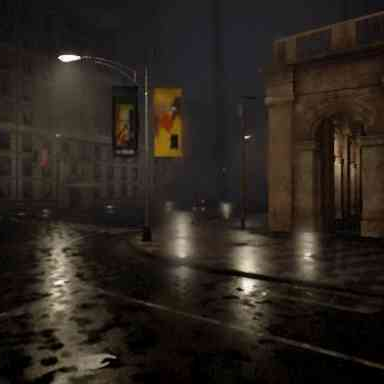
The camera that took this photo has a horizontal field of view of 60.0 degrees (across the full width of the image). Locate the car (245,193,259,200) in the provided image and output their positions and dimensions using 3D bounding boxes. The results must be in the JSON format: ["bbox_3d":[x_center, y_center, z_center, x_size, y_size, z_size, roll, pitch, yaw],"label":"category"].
[{"bbox_3d":[11.347,0.930,63.389,2.097,1.767,4.553,0,0,36],"label":"car"}]

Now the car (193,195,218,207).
[{"bbox_3d":[2.118,1.311,50.785,2.097,1.767,4.553,0,0,36],"label":"car"}]
